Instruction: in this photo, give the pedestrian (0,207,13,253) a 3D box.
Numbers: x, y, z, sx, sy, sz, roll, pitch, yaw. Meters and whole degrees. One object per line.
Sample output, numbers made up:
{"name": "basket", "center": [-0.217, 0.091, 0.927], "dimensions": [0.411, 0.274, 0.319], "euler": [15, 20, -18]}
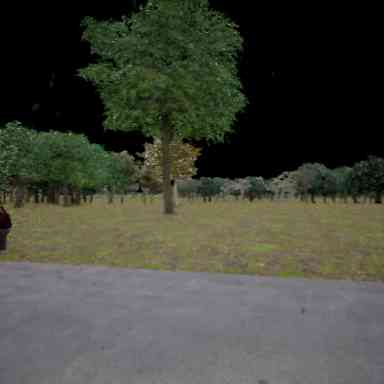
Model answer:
{"name": "pedestrian", "center": [-7.486, 1.444, 13.144], "dimensions": [0.375, 1.860, 0.375], "euler": [-1, -1, 17]}
